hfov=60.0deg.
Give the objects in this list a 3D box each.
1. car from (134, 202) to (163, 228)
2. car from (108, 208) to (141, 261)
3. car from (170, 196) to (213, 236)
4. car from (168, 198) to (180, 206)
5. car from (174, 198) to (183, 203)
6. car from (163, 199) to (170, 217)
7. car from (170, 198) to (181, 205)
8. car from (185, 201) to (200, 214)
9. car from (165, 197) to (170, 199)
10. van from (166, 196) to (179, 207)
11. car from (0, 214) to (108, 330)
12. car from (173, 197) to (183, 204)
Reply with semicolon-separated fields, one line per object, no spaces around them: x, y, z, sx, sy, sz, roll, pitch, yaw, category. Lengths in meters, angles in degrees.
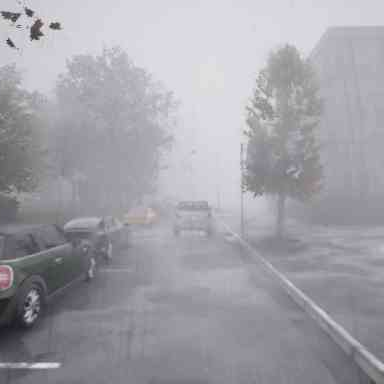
-3.647;1.712;24.189;1.946;1.575;5.366;0;-1;2;car
-3.654;1.610;12.855;2.231;1.521;4.892;0;-1;2;car
0.078;1.419;19.920;2.150;2.045;5.566;0;0;0;car
-3.648;2.087;68.753;1.946;1.575;5.366;0;-1;2;car
-3.656;2.330;90.845;2.002;1.452;4.674;0;-1;2;car
-3.653;1.842;35.174;2.163;1.488;4.792;0;-1;2;car
-3.656;2.137;74.132;2.097;1.535;5.008;0;-1;2;car
0.096;1.894;42.139;1.837;1.490;4.892;0;-1;0;car
-3.655;1.949;51.852;2.097;1.535;5.008;0;-1;2;car
-3.651;1.816;63.116;1.878;1.987;4.442;0;-1;2;van
-3.655;1.429;7.260;2.185;1.767;4.553;0;-1;2;car
-3.657;2.113;85.248;2.185;1.767;4.553;0;-1;2;car
